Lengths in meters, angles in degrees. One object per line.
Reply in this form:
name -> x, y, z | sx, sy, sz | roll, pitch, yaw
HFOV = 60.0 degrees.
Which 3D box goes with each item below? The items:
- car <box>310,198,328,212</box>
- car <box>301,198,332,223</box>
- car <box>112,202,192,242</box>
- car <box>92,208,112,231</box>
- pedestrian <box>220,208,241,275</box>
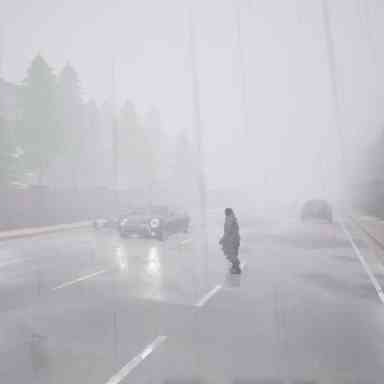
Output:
car -> 15.185, 1.477, 39.596 | 1.882, 1.535, 5.008 | 0, 0, 22
car -> 9.805, 1.351, 26.021 | 2.097, 1.767, 4.553 | 0, 0, 23
car -> -1.669, 1.352, 16.607 | 2.097, 1.767, 4.553 | 0, 0, 22
car -> -4.025, 1.491, 20.164 | 2.128, 1.511, 4.902 | 0, 0, 22
pedestrian -> 1.082, 1.294, 9.130 | 0.375, 1.860, 0.375 | 0, 0, 22
